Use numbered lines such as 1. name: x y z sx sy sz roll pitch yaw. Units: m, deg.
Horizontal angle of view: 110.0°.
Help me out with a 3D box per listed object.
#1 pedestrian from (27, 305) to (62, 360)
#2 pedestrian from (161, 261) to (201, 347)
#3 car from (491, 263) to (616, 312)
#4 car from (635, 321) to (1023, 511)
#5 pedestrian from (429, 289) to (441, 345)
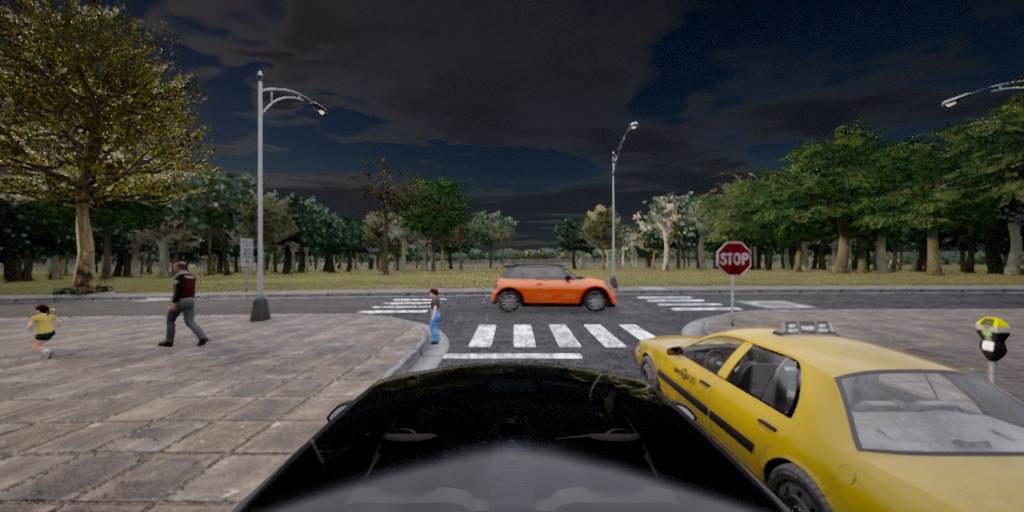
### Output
1. pedestrian: -8.698 1.353 6.664 0.500 1.100 0.500 0 0 0
2. pedestrian: -6.824 0.950 7.399 0.375 1.860 0.375 0 0 0
3. car: 1.512 1.076 13.472 4.553 1.767 2.097 0 0 1
4. car: 2.643 1.275 3.497 1.751 1.417 4.829 0 0 0
5. pedestrian: -1.743 1.324 8.170 0.375 1.300 0.375 0 0 0
